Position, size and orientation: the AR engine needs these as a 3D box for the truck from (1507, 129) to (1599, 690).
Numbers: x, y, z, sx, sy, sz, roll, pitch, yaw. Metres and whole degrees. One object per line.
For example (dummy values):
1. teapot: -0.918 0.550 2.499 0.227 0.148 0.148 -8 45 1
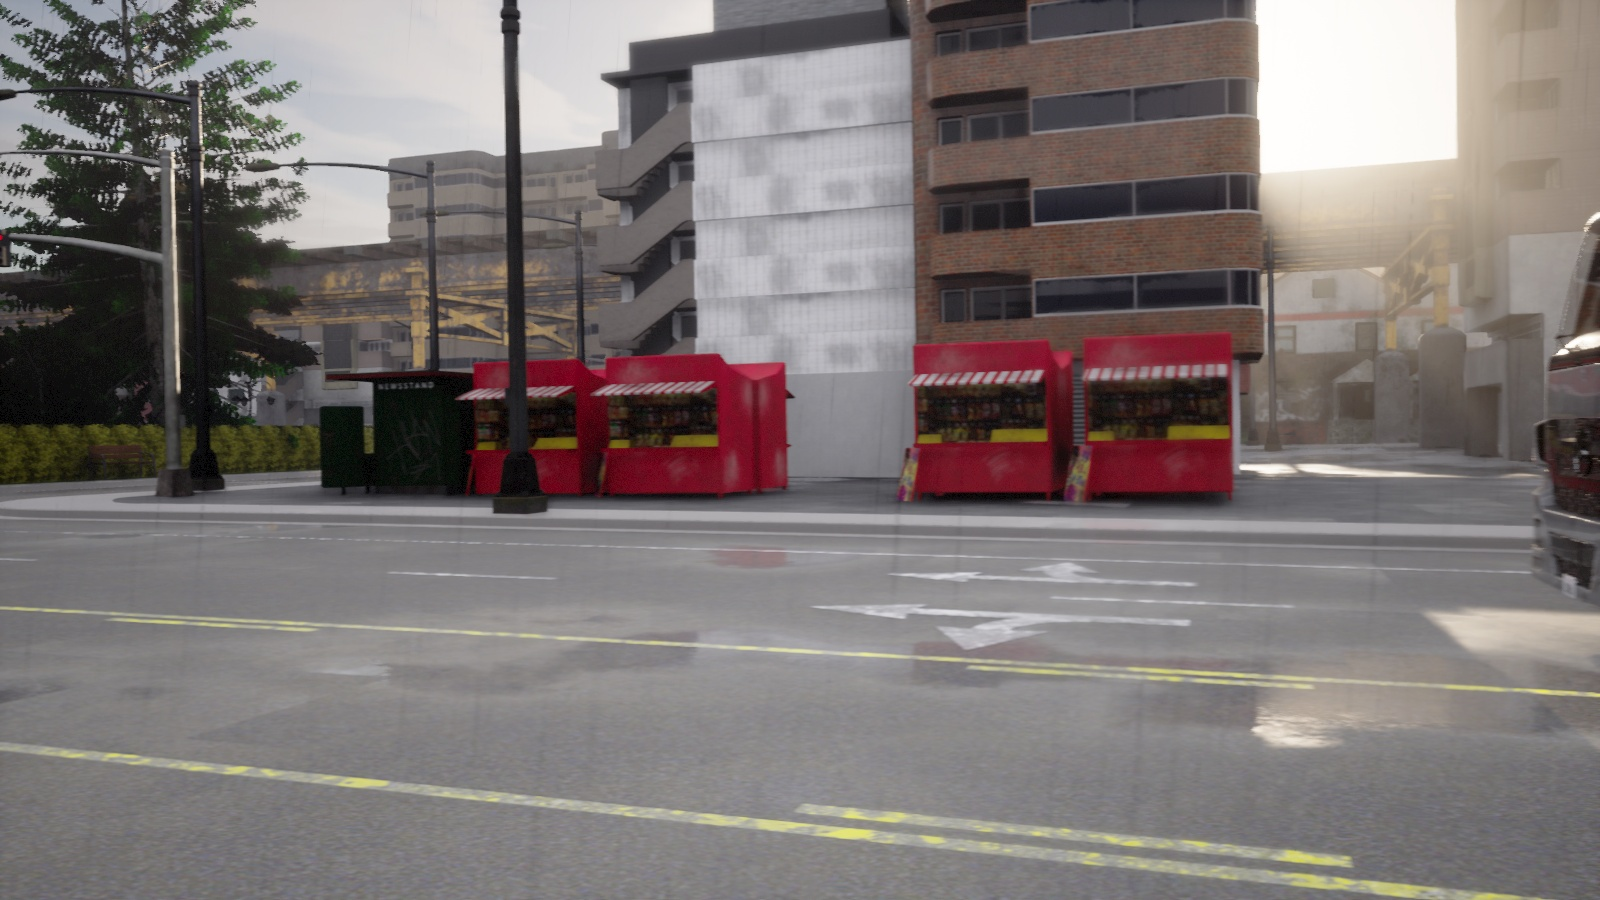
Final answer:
1. truck: 9.043 -0.242 7.520 7.936 3.462 2.891 1 1 19
